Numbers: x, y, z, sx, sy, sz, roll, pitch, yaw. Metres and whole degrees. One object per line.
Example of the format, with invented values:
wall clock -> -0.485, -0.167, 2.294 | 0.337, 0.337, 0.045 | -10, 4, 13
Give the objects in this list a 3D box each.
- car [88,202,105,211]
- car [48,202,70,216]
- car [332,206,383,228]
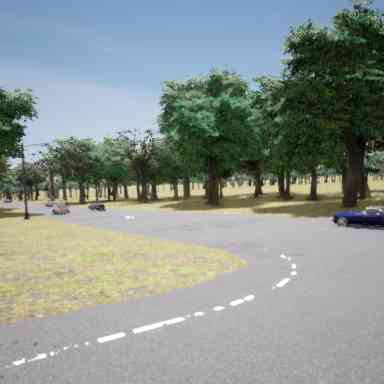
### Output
car -> -17.196, 2.648, 59.786 | 1.837, 1.490, 4.892 | -4, 1, -36
car -> -21.056, 2.799, 53.323 | 2.097, 1.767, 4.553 | -4, 1, -34
car -> 11.070, 1.520, 20.227 | 1.895, 1.301, 4.718 | -4, 1, -36
